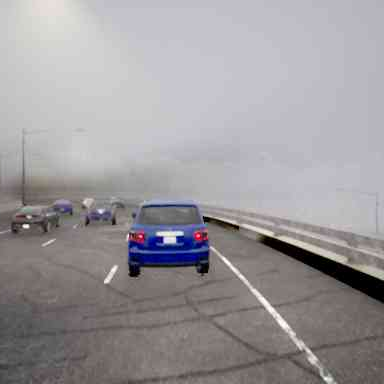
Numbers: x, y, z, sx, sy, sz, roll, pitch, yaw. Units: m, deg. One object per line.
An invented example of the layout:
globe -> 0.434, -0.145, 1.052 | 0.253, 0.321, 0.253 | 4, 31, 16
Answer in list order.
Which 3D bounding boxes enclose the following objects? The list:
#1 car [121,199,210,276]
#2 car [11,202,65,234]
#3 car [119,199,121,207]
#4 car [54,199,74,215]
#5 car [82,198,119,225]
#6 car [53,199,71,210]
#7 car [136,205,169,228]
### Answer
car -> -0.765, 1.243, 10.632 | 2.150, 2.045, 5.566 | 0, 0, -5
car -> -9.172, 1.560, 19.851 | 1.837, 1.490, 4.892 | 0, 0, -11
car -> -10.924, 1.636, 47.166 | 1.812, 1.442, 4.674 | 0, 0, -24
car -> -13.289, 1.569, 34.358 | 1.882, 1.535, 5.008 | 0, -1, -19
car -> -6.816, 1.411, 25.187 | 2.097, 1.767, 4.553 | 0, 0, -13
car -> -17.673, 1.683, 45.061 | 1.994, 1.385, 4.181 | 0, 0, -26
car -> -2.951, 1.651, 24.025 | 1.895, 1.301, 4.718 | 0, 0, -13
